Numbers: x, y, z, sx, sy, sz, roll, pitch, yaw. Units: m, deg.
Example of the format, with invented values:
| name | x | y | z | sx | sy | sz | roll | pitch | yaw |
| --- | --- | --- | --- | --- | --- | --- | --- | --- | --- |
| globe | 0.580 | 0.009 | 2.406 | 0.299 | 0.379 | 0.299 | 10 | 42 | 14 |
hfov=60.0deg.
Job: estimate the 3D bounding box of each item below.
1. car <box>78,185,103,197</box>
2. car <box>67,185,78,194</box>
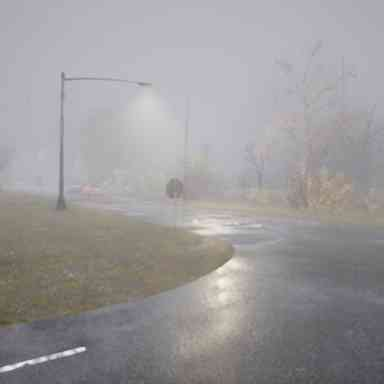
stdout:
| name | x | y | z | sx | sy | sz | roll | pitch | yaw |
| --- | --- | --- | --- | --- | --- | --- | --- | --- | --- |
| car | -14.834 | -0.236 | 49.299 | 2.097 | 1.767 | 4.553 | 1 | 1 | -34 |
| car | -20.166 | -0.408 | 57.314 | 1.882 | 1.535 | 5.008 | 1 | 1 | -34 |
